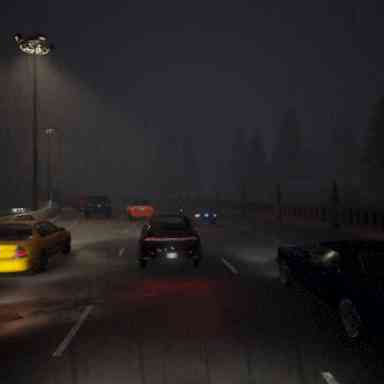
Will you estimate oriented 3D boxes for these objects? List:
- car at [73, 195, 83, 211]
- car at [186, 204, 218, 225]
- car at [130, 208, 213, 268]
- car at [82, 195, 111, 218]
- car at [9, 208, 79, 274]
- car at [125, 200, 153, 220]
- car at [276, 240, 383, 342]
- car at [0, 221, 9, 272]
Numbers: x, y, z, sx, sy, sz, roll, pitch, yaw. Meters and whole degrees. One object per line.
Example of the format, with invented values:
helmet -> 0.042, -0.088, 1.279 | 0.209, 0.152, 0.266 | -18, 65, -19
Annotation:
car -> -14.695, 1.433, 45.158 | 2.150, 2.045, 5.566 | 0, 0, -28
car -> 0.365, 1.612, 24.532 | 2.033, 1.411, 5.357 | 0, 0, -14
car -> -0.832, 1.528, 11.500 | 2.128, 1.511, 4.902 | 0, 0, -7
car -> -9.031, 1.359, 31.748 | 2.150, 2.045, 5.566 | 0, -1, -20
car -> -5.244, 1.516, 10.643 | 1.801, 1.575, 5.366 | 0, 0, -7
car -> -4.722, 1.460, 29.537 | 2.097, 1.767, 4.553 | 0, 0, -17
car -> 3.209, 1.599, 6.504 | 1.895, 1.301, 4.718 | 0, 0, -4
car -> -4.679, 1.391, 4.409 | 2.097, 1.767, 4.553 | 0, 0, -3
